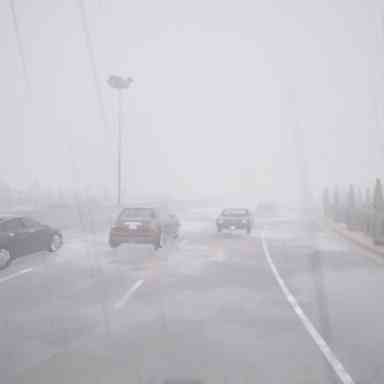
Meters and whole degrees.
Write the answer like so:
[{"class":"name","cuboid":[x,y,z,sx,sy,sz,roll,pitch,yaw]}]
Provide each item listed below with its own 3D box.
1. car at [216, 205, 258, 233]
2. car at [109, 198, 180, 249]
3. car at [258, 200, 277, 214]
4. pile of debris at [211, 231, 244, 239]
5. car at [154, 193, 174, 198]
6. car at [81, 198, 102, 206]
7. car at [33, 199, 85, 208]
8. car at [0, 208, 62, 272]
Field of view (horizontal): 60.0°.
[{"class":"car","cuboid":[2.713,1.621,19.980,1.895,1.301,4.718,0,0,14]},{"class":"car","cuboid":[-1.909,1.350,14.726,2.097,1.767,4.553,0,0,9]},{"class":"car","cuboid":[8.301,1.576,36.848,1.812,1.442,4.674,0,0,20]},{"class":"pile of debris","cuboid":[1.829,2.190,16.950,1.500,0.140,1.860,0,0,12]},{"class":"car","cuboid":[-4.603,1.228,52.820,2.150,2.045,5.566,0,0,20]},{"class":"car","cuboid":[-12.905,1.470,40.522,1.837,1.490,4.892,0,-1,20]},{"class":"car","cuboid":[-10.643,1.513,24.836,2.033,1.411,5.357,0,0,15]},{"class":"car","cuboid":[-6.046,1.484,10.804,1.837,1.490,4.892,0,0,6]}]
